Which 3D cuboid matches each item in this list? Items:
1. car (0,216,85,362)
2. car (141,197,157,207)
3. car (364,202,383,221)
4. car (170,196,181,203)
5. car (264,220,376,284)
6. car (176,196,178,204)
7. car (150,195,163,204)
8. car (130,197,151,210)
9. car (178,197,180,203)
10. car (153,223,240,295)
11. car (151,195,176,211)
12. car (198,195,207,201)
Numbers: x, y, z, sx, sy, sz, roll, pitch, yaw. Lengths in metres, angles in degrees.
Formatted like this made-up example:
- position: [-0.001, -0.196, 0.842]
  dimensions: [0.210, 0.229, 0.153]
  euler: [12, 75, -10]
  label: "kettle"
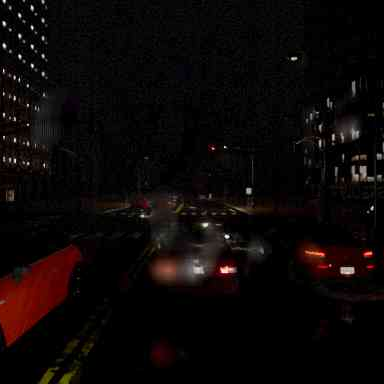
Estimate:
- position: [-3.266, 1.350, 4.929]
  dimensions: [2.097, 1.767, 4.553]
  euler: [0, 0, 1]
  label: "car"
- position: [-6.670, 1.470, 52.157]
  dimensions: [1.812, 1.442, 4.674]
  euler: [0, 0, 0]
  label: "car"
- position: [16.986, 1.279, 26.703]
  dimensions: [5.566, 2.045, 2.150]
  euler: [0, 0, 3]
  label: "car"
- position: [-3.433, 1.471, 69.161]
  dimensions: [1.994, 1.385, 4.181]
  euler: [0, 0, -1]
  label: "car"
- position: [3.336, 1.522, 9.449]
  dimensions: [1.812, 1.442, 4.674]
  euler: [0, 0, 0]
  label: "car"
- position: [-3.414, 1.455, 49.508]
  dimensions: [1.837, 1.490, 4.892]
  euler: [0, 0, 0]
  label: "car"
- position: [-6.674, 1.427, 62.522]
  dimensions: [1.837, 1.490, 4.892]
  euler: [0, 0, 0]
  label: "car"
- position: [-6.658, 1.442, 42.237]
  dimensions: [1.882, 1.535, 5.008]
  euler: [0, 0, 0]
  label: "car"
- position: [-3.418, 1.421, 59.127]
  dimensions: [2.128, 1.511, 4.902]
  euler: [0, 0, 0]
  label: "car"
- position: [0.088, 1.544, 8.864]
  dimensions: [2.033, 1.411, 5.357]
  euler: [0, 0, 0]
  label: "car"
- position: [-3.403, 1.319, 40.615]
  dimensions: [2.097, 1.767, 4.553]
  euler: [0, 0, 0]
  label: "car"
- position: [2.528, 1.391, 82.843]
  dimensions: [1.812, 1.442, 4.674]
  euler: [0, 0, -4]
  label: "car"
